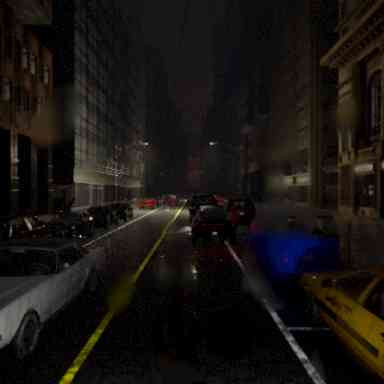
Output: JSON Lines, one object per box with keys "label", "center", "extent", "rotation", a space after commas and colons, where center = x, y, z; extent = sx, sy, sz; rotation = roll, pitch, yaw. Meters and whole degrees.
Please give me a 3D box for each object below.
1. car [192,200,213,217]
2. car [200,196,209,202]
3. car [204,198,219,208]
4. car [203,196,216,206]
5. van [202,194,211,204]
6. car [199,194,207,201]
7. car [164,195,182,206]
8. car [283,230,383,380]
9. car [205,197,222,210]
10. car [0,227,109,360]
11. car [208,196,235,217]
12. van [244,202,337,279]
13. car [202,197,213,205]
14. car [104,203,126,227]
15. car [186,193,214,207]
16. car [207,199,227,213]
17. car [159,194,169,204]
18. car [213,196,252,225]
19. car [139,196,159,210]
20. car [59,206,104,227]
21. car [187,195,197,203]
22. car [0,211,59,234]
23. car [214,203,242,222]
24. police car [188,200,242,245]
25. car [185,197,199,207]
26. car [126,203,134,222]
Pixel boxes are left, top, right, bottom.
{"label": "car", "center": [0.913, 1.518, 31.657], "extent": [1.812, 1.442, 4.674], "rotation": [0, 0, 0]}
{"label": "car", "center": [2.791, 1.544, 76.938], "extent": [1.887, 1.381, 4.507], "rotation": [0, 0, 0]}
{"label": "car", "center": [2.780, 1.560, 48.929], "extent": [1.947, 1.339, 4.313], "rotation": [0, 0, 0]}
{"label": "car", "center": [2.782, 1.435, 54.531], "extent": [1.967, 1.590, 4.097], "rotation": [0, 0, 0]}
{"label": "van", "center": [2.786, 1.338, 65.734], "extent": [1.690, 1.788, 3.998], "rotation": [0, 0, 0]}
{"label": "car", "center": [2.795, 1.442, 88.142], "extent": [1.967, 1.590, 4.097], "rotation": [0, 0, 0]}
{"label": "car", "center": [-2.979, 1.596, 53.842], "extent": [1.895, 1.301, 4.718], "rotation": [0, 0, 0]}
{"label": "car", "center": [2.762, 1.523, 4.286], "extent": [1.752, 1.417, 4.829], "rotation": [0, 0, 0]}
{"label": "car", "center": [2.777, 1.434, 43.328], "extent": [1.967, 1.590, 4.097], "rotation": [0, 0, 0]}
{"label": "car", "center": [-3.097, 1.598, 6.043], "extent": [1.895, 1.301, 4.718], "rotation": [0, 0, 0]}
{"label": "car", "center": [2.772, 1.307, 32.124], "extent": [2.192, 1.841, 5.009], "rotation": [0, 0, 0]}
{"label": "van", "center": [2.764, 1.337, 9.718], "extent": [1.690, 1.788, 3.998], "rotation": [0, 0, 0]}
{"label": "car", "center": [2.784, 1.578, 60.133], "extent": [1.802, 1.307, 4.206], "rotation": [0, 0, 0]}
{"label": "car", "center": [-5.756, 1.559, 20.911], "extent": [1.947, 1.339, 4.313], "rotation": [0, 0, 0]}
{"label": "car", "center": [0.864, 1.215, 25.686], "extent": [2.150, 2.045, 5.566], "rotation": [0, 0, 0]}
{"label": "car", "center": [2.775, 1.559, 37.726], "extent": [1.947, 1.339, 4.313], "rotation": [0, 0, 0]}
{"label": "car", "center": [-5.741, 1.437, 60.126], "extent": [1.967, 1.590, 4.097], "rotation": [0, 0, 0]}
{"label": "car", "center": [2.768, 1.308, 20.921], "extent": [2.192, 1.841, 5.009], "rotation": [0, 0, 0]}
{"label": "car", "center": [-5.748, 1.539, 43.320], "extent": [1.887, 1.381, 4.507], "rotation": [0, 0, 0]}
{"label": "car", "center": [-5.759, 1.545, 15.310], "extent": [2.008, 1.369, 4.403], "rotation": [0, 0, 0]}
{"label": "car", "center": [0.028, 1.437, 68.909], "extent": [2.033, 1.411, 5.357], "rotation": [0, 0, 0]}
{"label": "car", "center": [-5.761, 1.436, 9.707], "extent": [1.967, 1.590, 4.097], "rotation": [0, 0, 0]}
{"label": "car", "center": [2.771, 1.574, 26.523], "extent": [1.802, 1.307, 4.206], "rotation": [0, 0, 0]}
{"label": "police car", "center": [0.907, 1.419, 15.767], "extent": [1.930, 1.638, 5.238], "rotation": [0, 0, 0]}
{"label": "car", "center": [0.022, 1.559, 50.906], "extent": [1.994, 1.385, 4.181], "rotation": [0, 0, 0]}
{"label": "car", "center": [-5.754, 1.559, 26.513], "extent": [1.947, 1.339, 4.313], "rotation": [0, 0, 0]}
